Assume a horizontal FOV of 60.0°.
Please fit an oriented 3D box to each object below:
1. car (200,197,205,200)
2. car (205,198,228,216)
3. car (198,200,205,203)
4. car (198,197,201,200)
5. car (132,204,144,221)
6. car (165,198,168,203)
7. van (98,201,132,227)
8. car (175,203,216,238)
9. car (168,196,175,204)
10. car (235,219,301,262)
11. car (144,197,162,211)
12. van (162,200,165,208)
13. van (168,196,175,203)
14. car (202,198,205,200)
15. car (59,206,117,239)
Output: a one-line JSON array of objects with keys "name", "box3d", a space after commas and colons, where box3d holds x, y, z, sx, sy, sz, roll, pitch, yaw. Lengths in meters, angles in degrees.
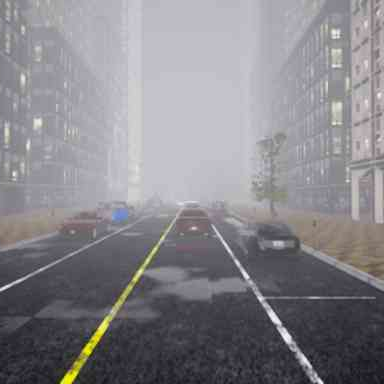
[{"name": "car", "box3d": [2.675, 1.908, 52.424, 1.752, 1.417, 4.829, 0, 0, 0]}, {"name": "car", "box3d": [2.682, 1.701, 35.178, 1.967, 1.590, 4.097, 0, 0, 0]}, {"name": "car", "box3d": [0.086, 1.832, 36.172, 1.994, 1.385, 4.181, 0, 0, 0]}, {"name": "car", "box3d": [2.665, 2.019, 80.713, 1.967, 1.590, 4.097, 0, 0, 0]}, {"name": "car", "box3d": [-5.698, 1.803, 29.497, 1.802, 1.307, 4.206, 0, 0, 0]}, {"name": "car", "box3d": [-5.708, 1.988, 57.958, 1.947, 1.339, 4.313, 0, 0, 0]}, {"name": "van", "box3d": [-5.695, 1.521, 23.807, 1.690, 1.788, 3.998, 0, 0, 0]}, {"name": "car", "box3d": [0.093, 1.617, 18.479, 1.882, 1.535, 5.008, 0, 0, 0]}, {"name": "car", "box3d": [-5.716, 2.104, 80.555, 1.752, 1.417, 4.829, 0, 0, 0]}, {"name": "car", "box3d": [2.689, 1.660, 12.411, 1.947, 1.339, 4.313, 0, 0, 0]}, {"name": "car", "box3d": [-5.703, 1.783, 46.574, 1.967, 1.590, 4.097, 0, 0, 0]}, {"name": "van", "box3d": [-5.705, 1.724, 52.267, 1.690, 1.788, 3.998, 0, 0, 0]}, {"name": "van", "box3d": [-5.719, 1.998, 92.111, 1.690, 1.788, 3.998, 0, 0, 0]}, {"name": "car", "box3d": [2.677, 1.923, 46.561, 1.802, 1.307, 4.206, 0, 0, 0]}, {"name": "car", "box3d": [-5.694, 1.682, 18.113, 1.887, 1.381, 4.507, 0, 0, 0]}]
